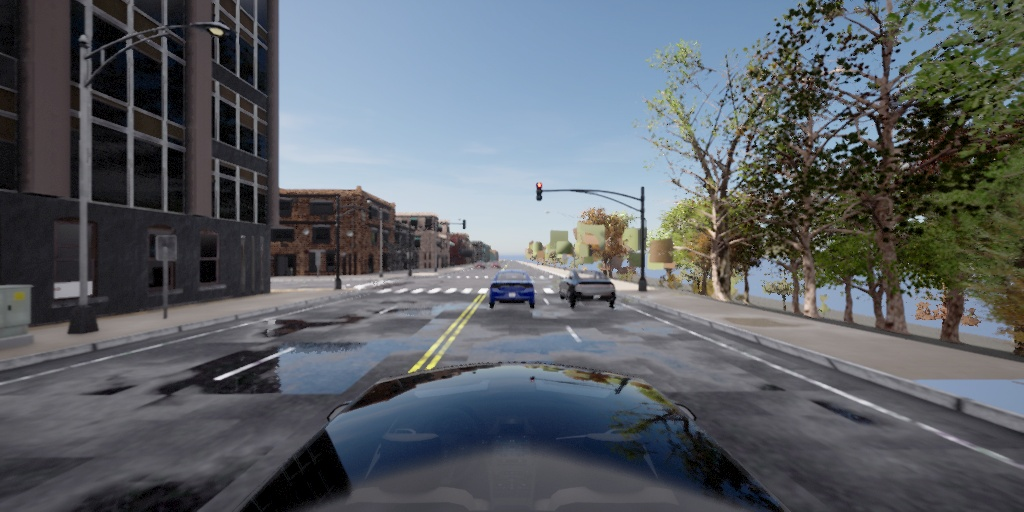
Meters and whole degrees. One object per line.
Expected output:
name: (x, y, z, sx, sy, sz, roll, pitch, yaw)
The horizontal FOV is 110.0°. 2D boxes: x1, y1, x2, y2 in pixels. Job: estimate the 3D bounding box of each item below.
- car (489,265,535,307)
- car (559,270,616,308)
car: (0.004, 1.368, 16.315, 1.882, 1.535, 5.008, 0, 0, 0)
car: (3.252, 1.381, 16.141, 2.128, 1.511, 4.902, 0, 0, 0)
